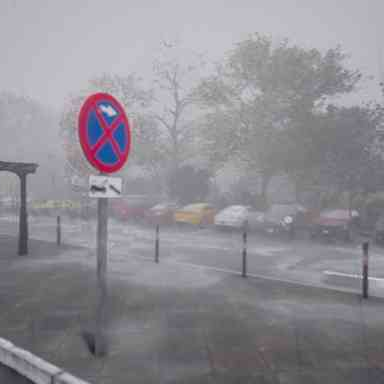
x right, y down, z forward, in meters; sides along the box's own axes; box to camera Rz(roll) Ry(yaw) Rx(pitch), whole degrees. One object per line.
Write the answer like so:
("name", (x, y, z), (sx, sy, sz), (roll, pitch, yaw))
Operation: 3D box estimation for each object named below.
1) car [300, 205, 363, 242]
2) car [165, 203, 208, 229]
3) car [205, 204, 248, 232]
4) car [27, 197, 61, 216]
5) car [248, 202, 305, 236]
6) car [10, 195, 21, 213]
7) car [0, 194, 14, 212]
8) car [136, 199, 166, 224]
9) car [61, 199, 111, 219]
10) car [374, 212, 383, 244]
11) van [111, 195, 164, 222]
("car", (7.595, 1.554, 17.321), (2.097, 1.535, 5.008), (1, 0, 35))
("car", (0.804, 1.480, 22.139), (2.097, 1.535, 5.008), (1, 0, 35))
("car", (3.067, 1.545, 20.533), (2.002, 1.452, 4.674), (1, 0, 35))
("car", (-12.871, 1.334, 31.646), (1.946, 1.575, 5.366), (1, 0, 35))
("car", (5.349, 1.404, 18.951), (2.185, 1.767, 4.553), (1, 0, 35))
("car", (-15.008, 1.343, 33.430), (2.163, 1.488, 4.792), (1, 0, 35))
("car", (-17.282, 1.291, 35.020), (2.231, 1.521, 4.892), (1, 0, 35))
("car", (-1.459, 1.496, 23.751), (2.002, 1.452, 4.674), (1, 0, 35))
("car", (-8.257, 1.414, 28.555), (2.163, 1.488, 4.792), (1, 0, 35))
("car", (9.849, 1.581, 15.703), (2.231, 1.521, 4.892), (1, 0, 35))
("van", (-3.648, 1.206, 25.455), (1.878, 1.987, 4.442), (1, 0, 35))
